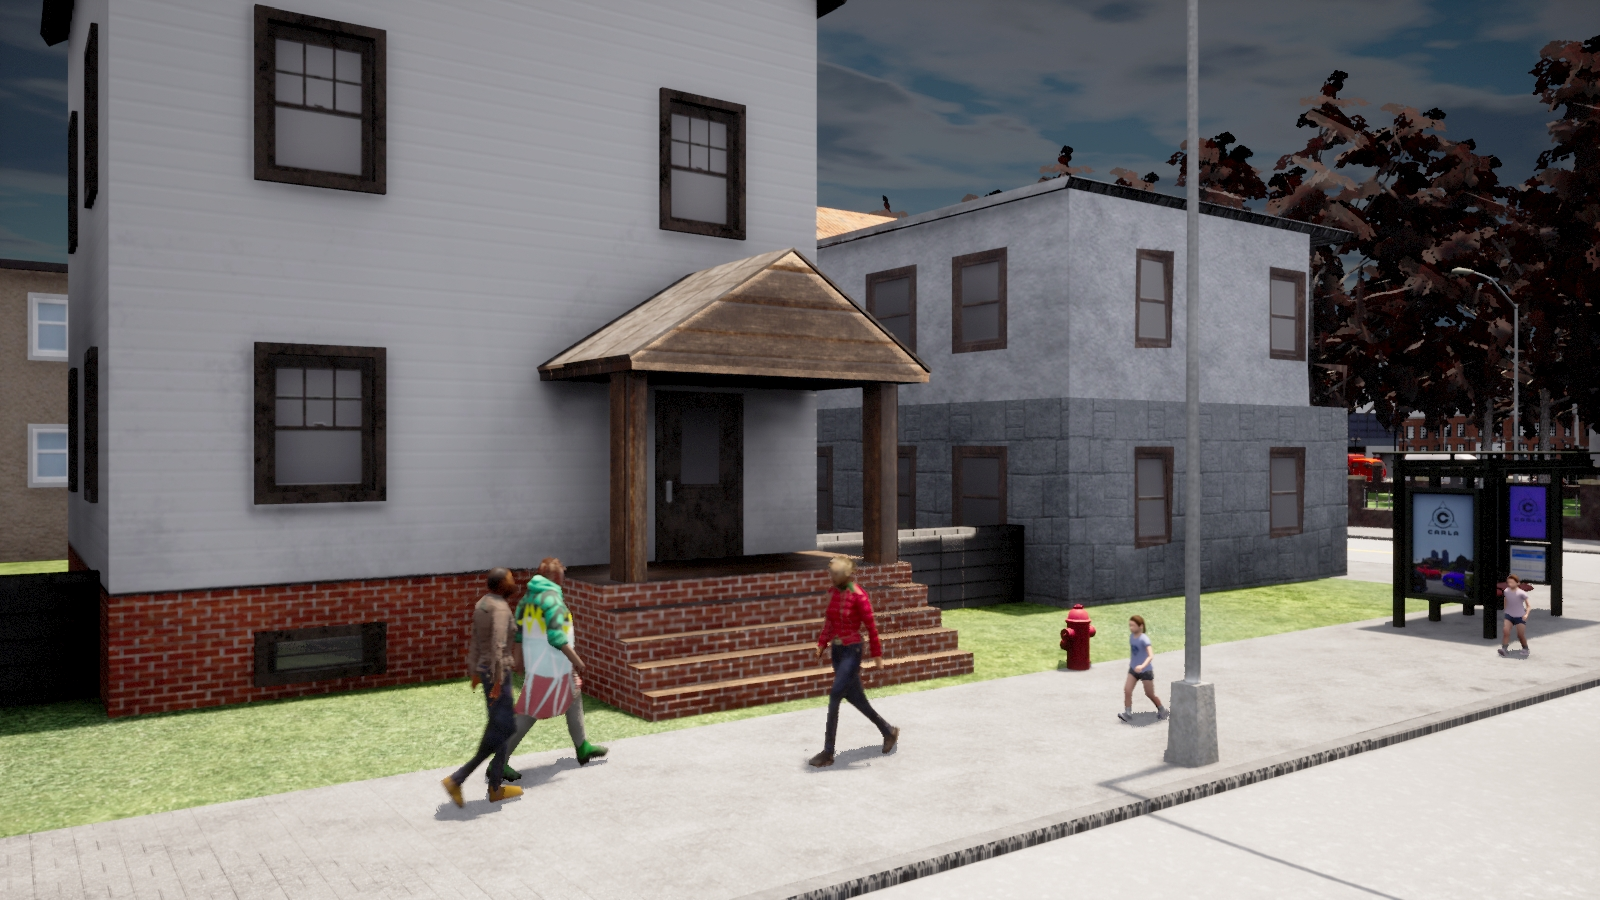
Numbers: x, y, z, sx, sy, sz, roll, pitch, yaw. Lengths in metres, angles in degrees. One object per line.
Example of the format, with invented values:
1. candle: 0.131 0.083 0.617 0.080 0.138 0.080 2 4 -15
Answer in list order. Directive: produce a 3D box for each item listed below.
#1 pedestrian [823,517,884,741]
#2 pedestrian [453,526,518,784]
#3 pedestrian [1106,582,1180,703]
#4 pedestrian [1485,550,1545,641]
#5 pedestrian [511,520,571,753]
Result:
1. pedestrian: 0.460 1.523 9.903 0.375 1.860 0.375 0 0 -37
2. pedestrian: -2.384 1.525 8.652 0.375 1.860 0.375 0 0 -35
3. pedestrian: 3.419 1.904 11.409 0.500 1.100 0.500 0 0 -31
4. pedestrian: 9.357 1.896 14.962 0.500 1.100 0.500 0 0 -33
5. pedestrian: -2.158 1.524 9.502 0.375 1.860 0.375 0 0 -34
